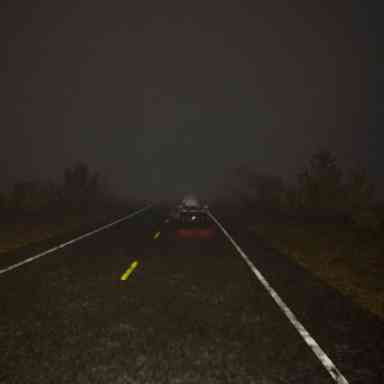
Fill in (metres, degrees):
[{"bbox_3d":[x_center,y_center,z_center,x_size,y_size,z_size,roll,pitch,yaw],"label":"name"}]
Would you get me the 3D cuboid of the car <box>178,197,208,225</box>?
[{"bbox_3d":[0.075,1.341,22.544,2.128,1.511,4.902,0,1,0],"label":"car"}]
